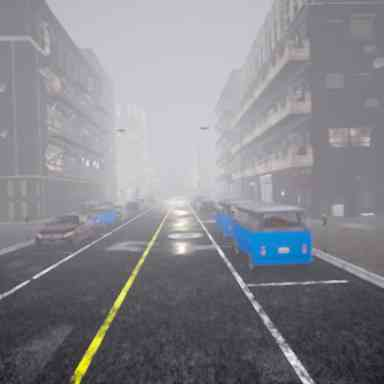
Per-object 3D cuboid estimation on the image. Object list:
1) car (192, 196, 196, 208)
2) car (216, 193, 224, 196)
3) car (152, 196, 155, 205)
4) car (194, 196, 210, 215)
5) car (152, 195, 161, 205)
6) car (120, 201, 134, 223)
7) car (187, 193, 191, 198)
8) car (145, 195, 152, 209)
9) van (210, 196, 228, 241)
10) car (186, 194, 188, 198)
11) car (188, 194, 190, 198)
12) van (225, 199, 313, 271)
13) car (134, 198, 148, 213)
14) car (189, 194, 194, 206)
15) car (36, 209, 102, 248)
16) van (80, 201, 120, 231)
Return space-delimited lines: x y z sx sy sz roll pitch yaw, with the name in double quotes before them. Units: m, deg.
"car" 1.277 1.476 38.296 1.802 1.307 4.206 -2 0 -2
"car" 8.055 0.959 80.142 4.892 1.490 1.837 -2 0 -3
"car" -6.996 1.717 49.195 1.802 1.307 4.206 -2 0 -2
"car" 1.476 1.442 32.706 1.887 1.381 4.507 -2 0 -2
"car" -7.406 1.441 60.377 2.192 1.841 5.009 -2 0 -2
"car" -6.195 1.701 26.833 2.008 1.369 4.403 -2 0 -2
"car" 0.670 1.321 55.068 1.967 1.590 4.097 -2 0 -2
"car" -6.800 1.579 43.604 1.967 1.590 4.097 -2 0 -2
"van" 2.071 1.248 15.933 1.690 1.788 3.998 -2 0 -2
"car" 0.473 1.421 60.659 1.887 1.381 4.507 -2 0 -2
"car" 0.871 1.326 49.477 1.967 1.590 4.097 -2 0 -2
"van" 2.271 1.251 10.342 1.690 1.788 3.998 -2 0 -2
"car" -6.595 1.709 38.014 1.947 1.339 4.313 -2 0 -2
"car" 1.072 1.330 43.887 1.967 1.590 4.097 -2 0 -2
"car" -5.793 1.738 15.652 1.802 1.307 4.206 -2 0 -2
"van" -6.001 1.495 21.242 1.690 1.788 3.998 -2 0 -2
